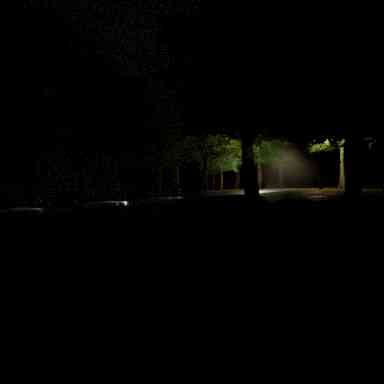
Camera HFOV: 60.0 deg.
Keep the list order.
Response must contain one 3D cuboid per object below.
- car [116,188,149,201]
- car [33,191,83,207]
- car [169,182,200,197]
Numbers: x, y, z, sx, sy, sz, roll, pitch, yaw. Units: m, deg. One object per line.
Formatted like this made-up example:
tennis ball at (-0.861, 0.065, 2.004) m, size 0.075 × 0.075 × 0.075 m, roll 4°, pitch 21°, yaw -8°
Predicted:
car at (-7.376, 0.291, 41.691) m, size 1.812 × 1.442 × 4.674 m, roll -1°, pitch 2°, yaw 37°
car at (-13.513, 0.666, 33.731) m, size 1.837 × 1.490 × 4.892 m, roll -1°, pitch 2°, yaw 38°
car at (-1.009, -0.411, 49.958) m, size 2.150 × 2.045 × 5.566 m, roll -1°, pitch 2°, yaw 37°
